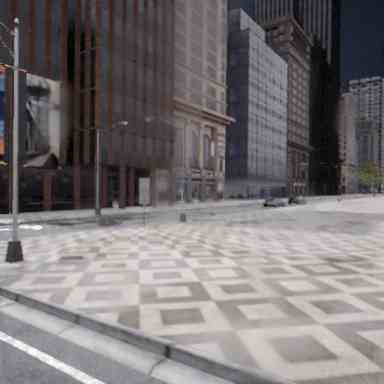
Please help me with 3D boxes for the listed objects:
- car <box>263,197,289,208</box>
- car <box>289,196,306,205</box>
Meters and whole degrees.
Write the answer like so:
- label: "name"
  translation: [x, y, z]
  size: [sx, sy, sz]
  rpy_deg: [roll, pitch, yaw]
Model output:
- label: "car"
  translation: [11.432, 1.448, 46.071]
  size: [1.994, 1.385, 4.181]
  rpy_deg: [1, 1, 36]
- label: "car"
  translation: [17.171, 1.346, 54.280]
  size: [1.837, 1.490, 4.892]
  rpy_deg: [1, 1, 35]
